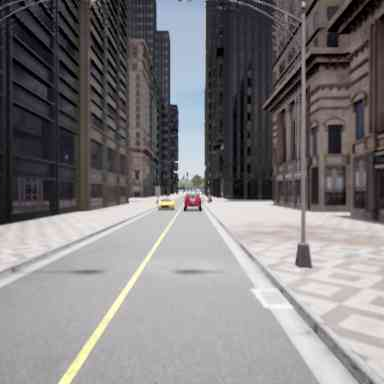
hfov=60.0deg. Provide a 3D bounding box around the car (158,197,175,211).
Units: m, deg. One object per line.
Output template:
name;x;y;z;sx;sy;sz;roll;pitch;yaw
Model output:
car;-3.087;1.454;41.018;1.882;1.535;5.008;0;0;0

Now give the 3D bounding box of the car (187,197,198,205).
car;0.100;1.565;59.035;1.895;1.301;4.718;0;0;0

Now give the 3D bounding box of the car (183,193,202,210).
car;0.101;1.194;41.752;2.150;2.045;5.566;0;0;0
